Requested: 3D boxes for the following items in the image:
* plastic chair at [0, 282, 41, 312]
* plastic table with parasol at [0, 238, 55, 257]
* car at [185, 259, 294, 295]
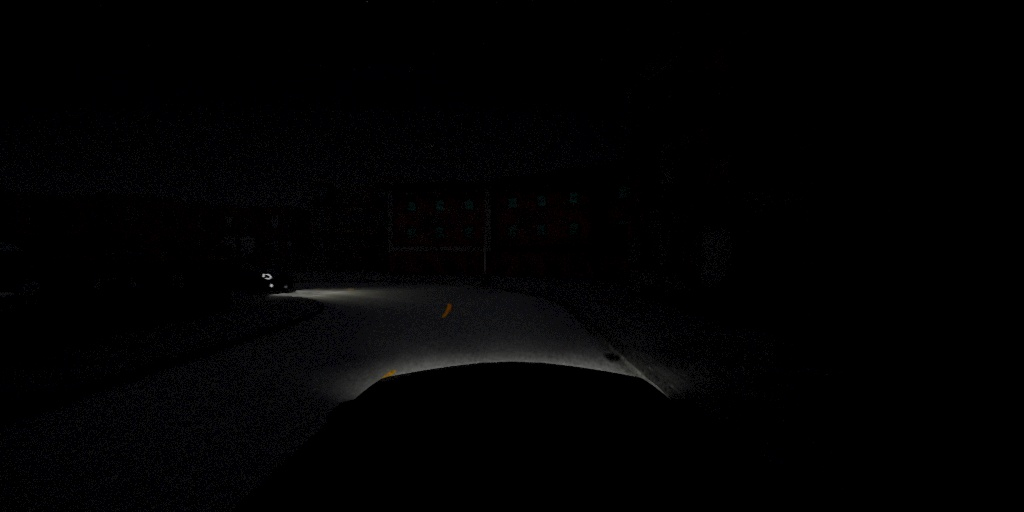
[{"bbox_3d":[-12.111,1.277,8.852,0.730,1.272,0.750,0,0,-1],"label":"plastic chair"},{"bbox_3d":[-13.365,0.672,8.936,2.482,2.480,2.482,0,0,-1],"label":"plastic table with parasol"},{"bbox_3d":[-13.543,0.957,17.964,4.553,1.767,2.097,0,1,2],"label":"car"}]
